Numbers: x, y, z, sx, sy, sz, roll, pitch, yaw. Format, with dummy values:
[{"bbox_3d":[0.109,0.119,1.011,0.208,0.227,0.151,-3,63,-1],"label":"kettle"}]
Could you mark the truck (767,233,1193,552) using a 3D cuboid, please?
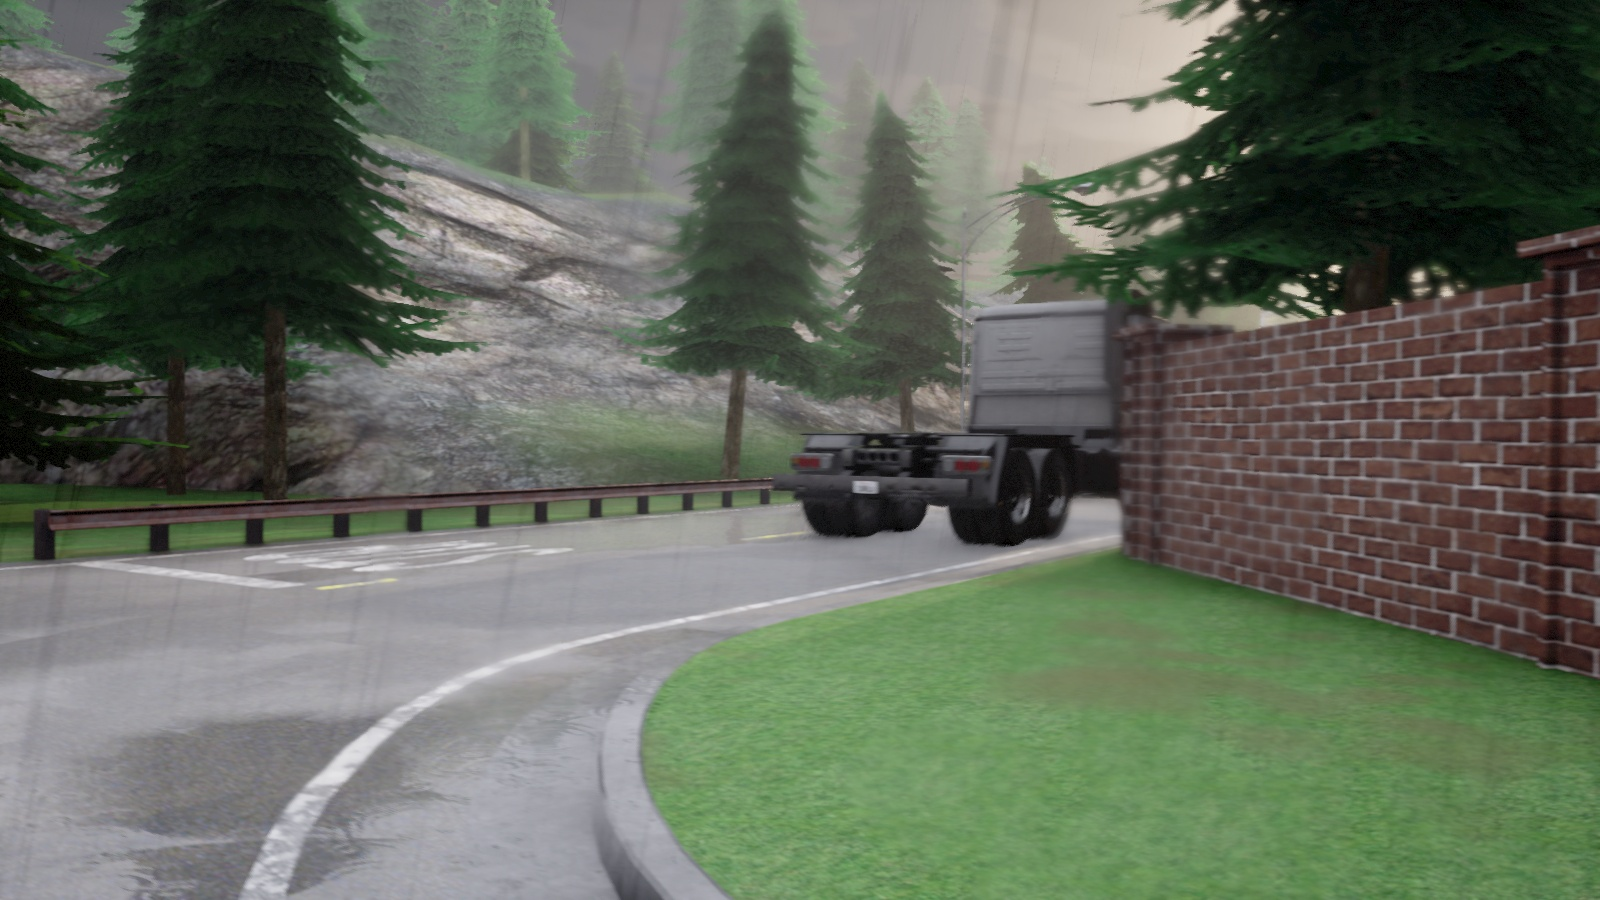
[{"bbox_3d":[2.980,-0.683,17.727,2.891,3.462,7.936,0,1,33],"label":"truck"}]
